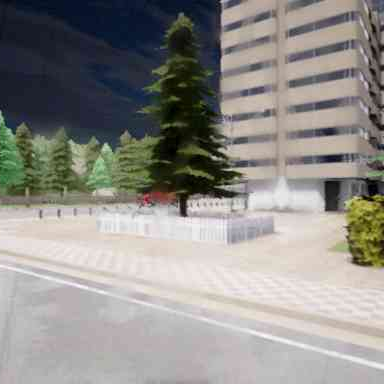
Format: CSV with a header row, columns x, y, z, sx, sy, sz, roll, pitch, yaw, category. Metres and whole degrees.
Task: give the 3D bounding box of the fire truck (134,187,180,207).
x,y,z,sx,sy,sz,roll,pitch,yaw,category
-5.490,0.339,54.106,2.891,3.827,8.468,0,0,36,fire truck
